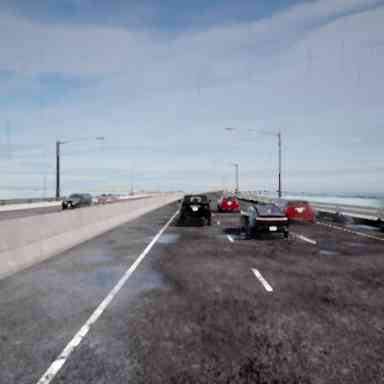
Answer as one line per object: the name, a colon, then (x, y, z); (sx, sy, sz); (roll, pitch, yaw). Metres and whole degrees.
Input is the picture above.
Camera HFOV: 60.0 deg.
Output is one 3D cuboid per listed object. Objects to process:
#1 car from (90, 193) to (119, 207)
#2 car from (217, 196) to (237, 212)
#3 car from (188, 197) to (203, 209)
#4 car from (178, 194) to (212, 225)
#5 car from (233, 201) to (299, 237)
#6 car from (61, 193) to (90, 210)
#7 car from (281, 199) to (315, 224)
car: (-10.180, 0.860, 40.015); (2.097, 1.767, 4.553); (0, 0, 1)
car: (3.871, 1.219, 36.136); (2.097, 1.767, 4.553); (0, 0, 1)
car: (0.449, 1.368, 42.248); (1.812, 1.442, 4.674); (0, 0, 1)
car: (0.222, 1.137, 23.468); (2.150, 2.045, 5.566); (0, 0, 1)
car: (3.674, 1.431, 17.427); (2.128, 1.511, 4.902); (0, 0, 0)
car: (-13.681, 1.150, 40.008); (2.150, 2.045, 5.566); (0, 0, 1)
car: (7.232, 1.266, 24.294); (2.097, 1.767, 4.553); (0, 0, 1)
